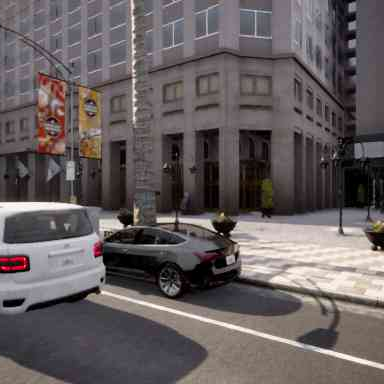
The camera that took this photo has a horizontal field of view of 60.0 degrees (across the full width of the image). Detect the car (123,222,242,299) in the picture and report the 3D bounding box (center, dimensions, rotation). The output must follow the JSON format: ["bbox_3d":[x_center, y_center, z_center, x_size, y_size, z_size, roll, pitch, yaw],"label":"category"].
[{"bbox_3d":[-1.076,1.513,8.554,4.786,1.482,2.161,0,0,35],"label":"car"}]

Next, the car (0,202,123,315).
[{"bbox_3d":[-4.235,1.222,7.011,5.566,2.045,2.150,0,0,35],"label":"car"}]
